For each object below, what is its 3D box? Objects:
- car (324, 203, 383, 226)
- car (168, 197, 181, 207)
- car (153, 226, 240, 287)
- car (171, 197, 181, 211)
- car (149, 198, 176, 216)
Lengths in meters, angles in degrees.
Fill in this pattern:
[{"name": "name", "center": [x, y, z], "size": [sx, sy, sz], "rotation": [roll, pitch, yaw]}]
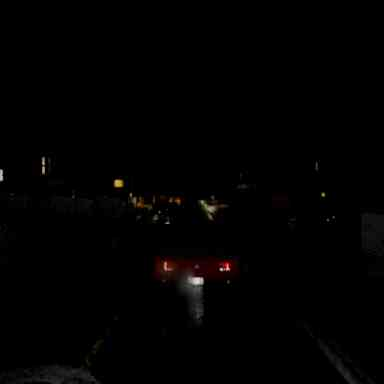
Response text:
[{"name": "car", "center": [11.786, 1.494, 22.248], "size": [5.357, 1.411, 2.033], "rotation": [0, 3, 2]}, {"name": "car", "center": [-2.851, 1.599, 55.238], "size": [1.882, 1.535, 5.008], "rotation": [0, 0, 0]}, {"name": "car", "center": [0.098, 1.604, 9.301], "size": [1.895, 1.301, 4.718], "rotation": [0, 0, 0]}, {"name": "car", "center": [-2.852, 1.635, 42.614], "size": [1.994, 1.385, 4.181], "rotation": [0, 0, 1]}, {"name": "car", "center": [-2.903, 1.567, 32.652], "size": [1.812, 1.442, 4.674], "rotation": [0, 0, 2]}]
